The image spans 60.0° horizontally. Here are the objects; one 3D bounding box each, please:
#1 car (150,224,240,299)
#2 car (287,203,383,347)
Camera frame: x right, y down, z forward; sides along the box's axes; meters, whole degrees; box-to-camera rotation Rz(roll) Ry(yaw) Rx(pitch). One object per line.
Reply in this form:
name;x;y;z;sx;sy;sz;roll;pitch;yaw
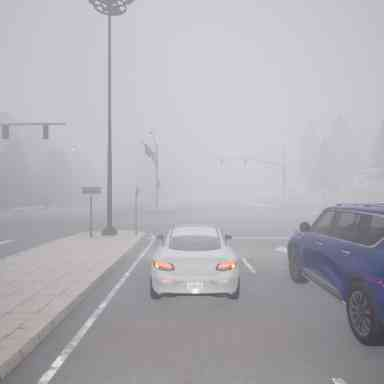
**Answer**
car;0.062;1.526;8.300;1.812;1.442;4.674;0;0;0
car;3.553;1.221;6.454;2.150;2.045;5.566;0;0;1
